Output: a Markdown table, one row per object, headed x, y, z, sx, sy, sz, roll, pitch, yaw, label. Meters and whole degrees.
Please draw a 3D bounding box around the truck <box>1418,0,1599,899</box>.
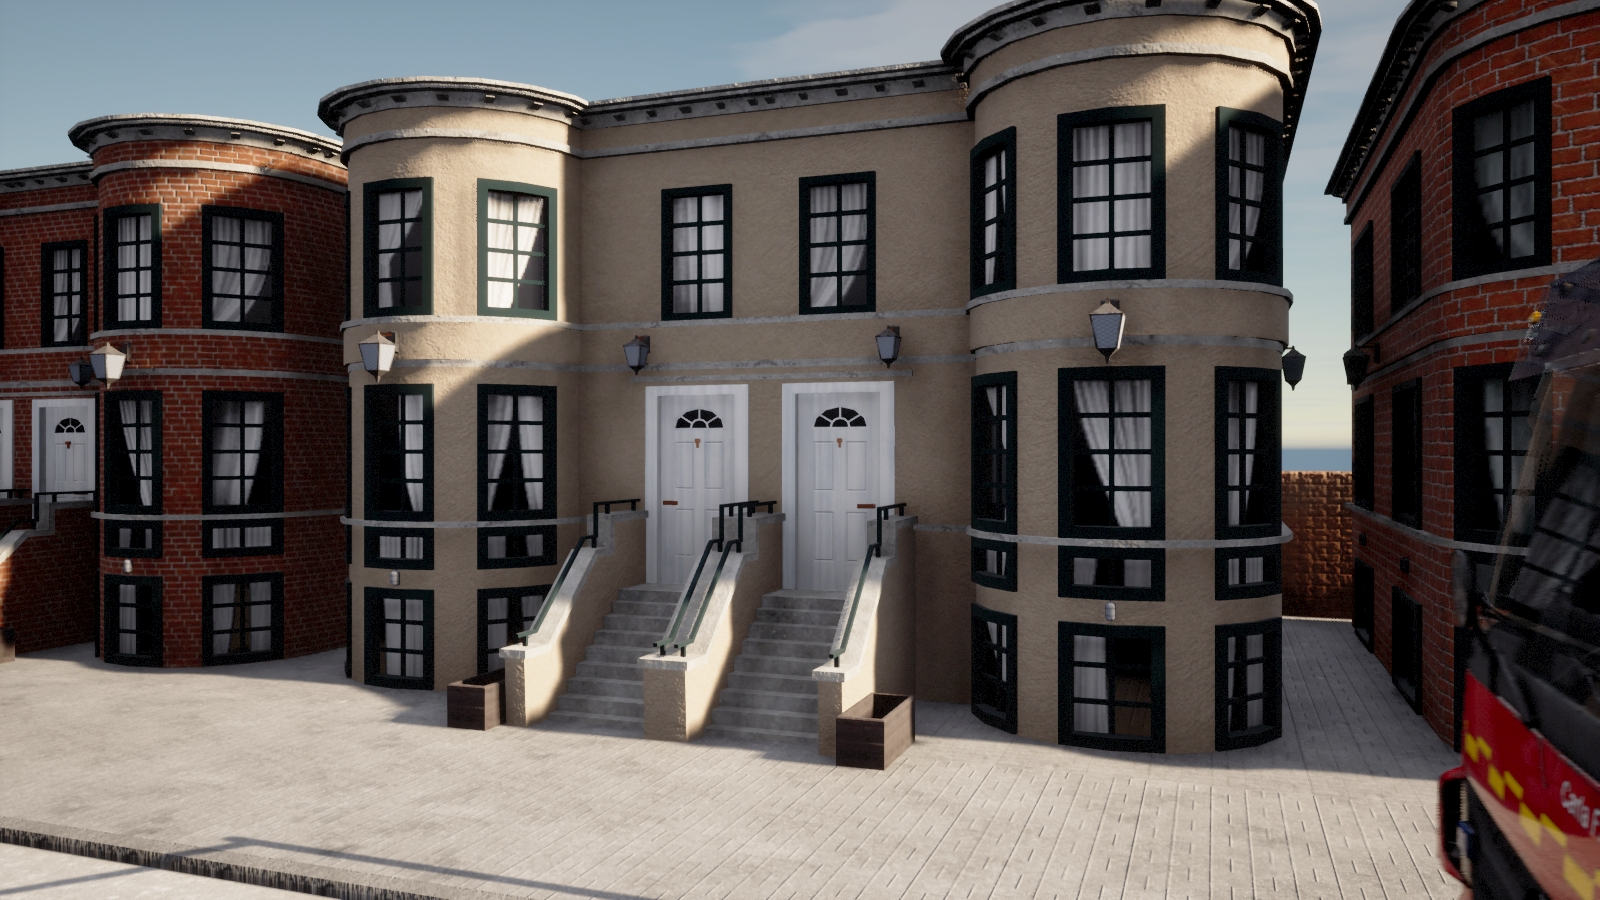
| x | y | z | sx | sy | sz | roll | pitch | yaw | label |
| --- | --- | --- | --- | --- | --- | --- | --- | --- | --- |
| 5.915 | 0.669 | 1.686 | 8.468 | 3.827 | 2.891 | 0 | 0 | 20 | truck |
